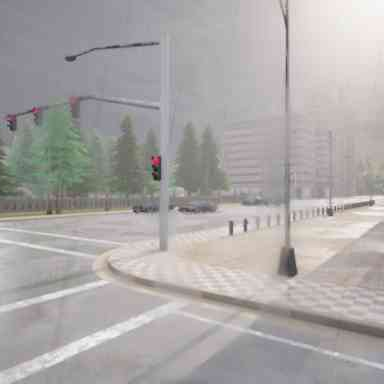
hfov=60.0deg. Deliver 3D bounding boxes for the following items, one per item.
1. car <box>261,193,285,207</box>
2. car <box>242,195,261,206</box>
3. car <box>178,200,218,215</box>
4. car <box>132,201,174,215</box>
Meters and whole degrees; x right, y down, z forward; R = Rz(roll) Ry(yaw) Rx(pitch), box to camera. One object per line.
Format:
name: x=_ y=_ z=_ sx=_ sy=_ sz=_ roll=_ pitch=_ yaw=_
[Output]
car: x=13.381 y=1.208 z=52.442 sx=2.150 sy=2.045 sz=5.566 roll=0 pitch=0 yaw=36
car: x=9.752 y=1.352 z=53.404 sx=2.097 sy=1.767 sz=4.553 roll=0 pitch=0 yaw=36
car: x=0.762 y=1.548 z=34.944 sx=2.033 sy=1.411 sz=5.357 roll=0 pitch=0 yaw=36
car: x=-3.973 y=1.602 z=34.337 sx=1.895 sy=1.301 sz=4.718 roll=0 pitch=0 yaw=36
